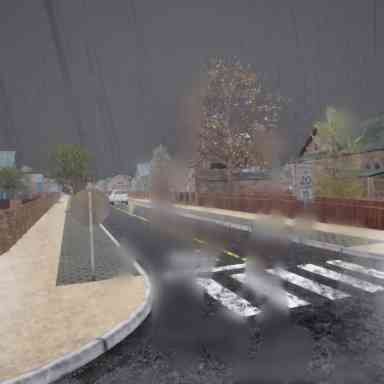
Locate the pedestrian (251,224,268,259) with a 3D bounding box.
[{"bbox_3d":[2.003,1.505,10.252,0.500,1.100,0.500,-1,0,-20],"label":"pedestrian"}]

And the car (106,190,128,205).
[{"bbox_3d":[-10.466,0.725,47.153,2.150,2.045,5.566,-2,1,-20],"label":"car"}]
